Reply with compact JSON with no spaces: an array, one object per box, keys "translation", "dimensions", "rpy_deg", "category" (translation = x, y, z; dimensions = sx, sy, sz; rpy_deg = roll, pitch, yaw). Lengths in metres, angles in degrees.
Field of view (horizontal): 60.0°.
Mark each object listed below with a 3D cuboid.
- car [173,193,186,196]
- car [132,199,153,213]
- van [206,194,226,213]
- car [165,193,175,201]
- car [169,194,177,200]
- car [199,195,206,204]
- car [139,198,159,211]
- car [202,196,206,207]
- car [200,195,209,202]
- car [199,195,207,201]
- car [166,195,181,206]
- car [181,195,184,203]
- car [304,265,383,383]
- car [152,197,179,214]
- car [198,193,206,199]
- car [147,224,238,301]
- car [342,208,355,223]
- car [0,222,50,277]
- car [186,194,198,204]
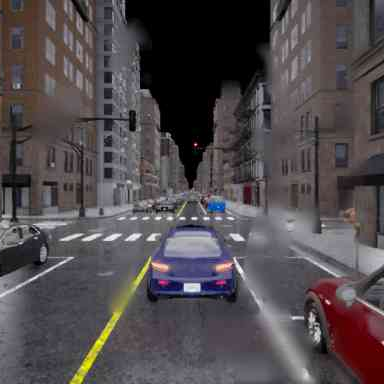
[{"translation":[-2.682,1.487,67.142],"dimensions":[1.837,1.490,4.892],"rpy_deg":[0,0,1],"category":"car"},{"translation":[-5.340,1.547,36.048],"dimensions":[2.008,1.369,4.403],"rpy_deg":[0,0,0],"category":"car"},{"translation":[2.685,1.337,36.046],"dimensions":[1.690,1.788,3.998],"rpy_deg":[0,0,0],"category":"van"},{"translation":[-5.277,1.287,81.503],"dimensions":[2.192,1.841,5.009],"rpy_deg":[0,0,0],"category":"car"},{"translation":[-5.261,1.403,92.867],"dimensions":[1.967,1.590,4.097],"rpy_deg":[0,0,0],"category":"car"},{"translation":[2.717,1.572,58.771],"dimensions":[1.802,1.307,4.206],"rpy_deg":[0,0,0],"category":"car"},{"translation":[-5.332,1.540,41.730],"dimensions":[1.887,1.381,4.507],"rpy_deg":[0,0,0],"category":"car"},{"translation":[2.701,1.577,47.408],"dimensions":[1.802,1.307,4.206],"rpy_deg":[0,0,0],"category":"car"},{"translation":[2.740,1.417,75.815],"dimensions":[1.967,1.590,4.097],"rpy_deg":[0,0,0],"category":"car"},{"translation":[2.756,1.518,87.177],"dimensions":[2.008,1.369,4.403],"rpy_deg":[0,0,0],"category":"car"},{"translation":[-2.789,1.500,44.794],"dimensions":[1.837,1.490,4.892],"rpy_deg":[0,0,0],"category":"car"},{"translation":[-2.759,1.556,54.722],"dimensions":[1.994,1.385,4.181],"rpy_deg":[0,0,1],"category":"car"},{"translation":[2.641,1.440,3.446],"dimensions":[1.967,1.590,4.097],"rpy_deg":[0,0,0],"category":"car"},{"translation":[-2.801,1.560,35.940],"dimensions":[1.994,1.385,4.181],"rpy_deg":[0,0,0],"category":"car"},{"translation":[2.725,1.301,64.453],"dimensions":[2.192,1.841,5.009],"rpy_deg":[0,0,0],"category":"car"},{"translation":[0.015,1.525,8.196],"dimensions":[1.812,1.442,4.674],"rpy_deg":[0,0,0],"category":"car"},{"translation":[13.297,1.439,23.899],"dimensions":[4.553,1.767,2.097],"rpy_deg":[0,0,1],"category":"car"},{"translation":[-5.377,1.550,8.967],"dimensions":[2.008,1.369,4.403],"rpy_deg":[0,0,0],"category":"car"},{"translation":[0.140,1.532,65.797],"dimensions":[2.033,1.411,5.357],"rpy_deg":[0,0,0],"category":"car"}]
